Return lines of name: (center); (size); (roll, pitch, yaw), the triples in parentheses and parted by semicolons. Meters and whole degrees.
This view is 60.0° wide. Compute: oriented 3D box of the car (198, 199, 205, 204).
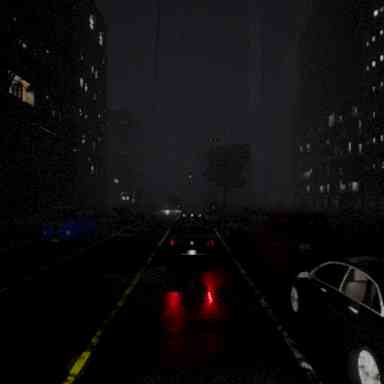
car: (2.723, 2.549, 92.606); (1.752, 1.417, 4.829); (0, -1, 0)

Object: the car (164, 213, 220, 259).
car: (0.020, 1.737, 13.253); (1.895, 1.301, 4.718); (0, -1, 0)

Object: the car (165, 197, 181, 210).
car: (-2.989, 1.797, 53.532); (2.150, 2.045, 5.566); (0, -1, 0)

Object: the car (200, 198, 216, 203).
car: (2.710, 1.836, 48.988); (2.192, 1.841, 5.009); (0, -1, 0)

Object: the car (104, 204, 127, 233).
car: (-5.680, 1.744, 21.206); (1.752, 1.417, 4.829); (0, -1, 0)

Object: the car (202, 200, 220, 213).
car: (2.708, 2.025, 43.462); (1.947, 1.339, 4.313); (0, -1, 0)

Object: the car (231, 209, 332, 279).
car: (2.697, 1.420, 10.330); (2.192, 1.841, 5.009); (0, -1, 0)

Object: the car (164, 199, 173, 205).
car: (-5.661, 2.441, 81.374); (2.008, 1.369, 4.403); (0, -1, 0)

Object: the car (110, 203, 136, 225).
car: (-5.679, 1.845, 26.898); (1.947, 1.339, 4.313); (0, -1, 0)

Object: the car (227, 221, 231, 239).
car: (2.699, 1.728, 15.849); (1.947, 1.339, 4.313); (0, -1, 0)

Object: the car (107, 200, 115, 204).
car: (-16.404, 2.006, 61.975); (4.403, 1.369, 2.008); (1, -2, -1)

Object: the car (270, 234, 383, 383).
car: (2.695, 1.600, 4.804); (2.008, 1.369, 4.403); (0, -1, 0)

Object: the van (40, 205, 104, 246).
van: (-5.682, 1.504, 15.854); (1.690, 1.788, 3.998); (0, -1, 0)

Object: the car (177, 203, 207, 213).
car: (0.025, 1.894, 28.251); (1.895, 1.301, 4.718); (0, -1, 0)
